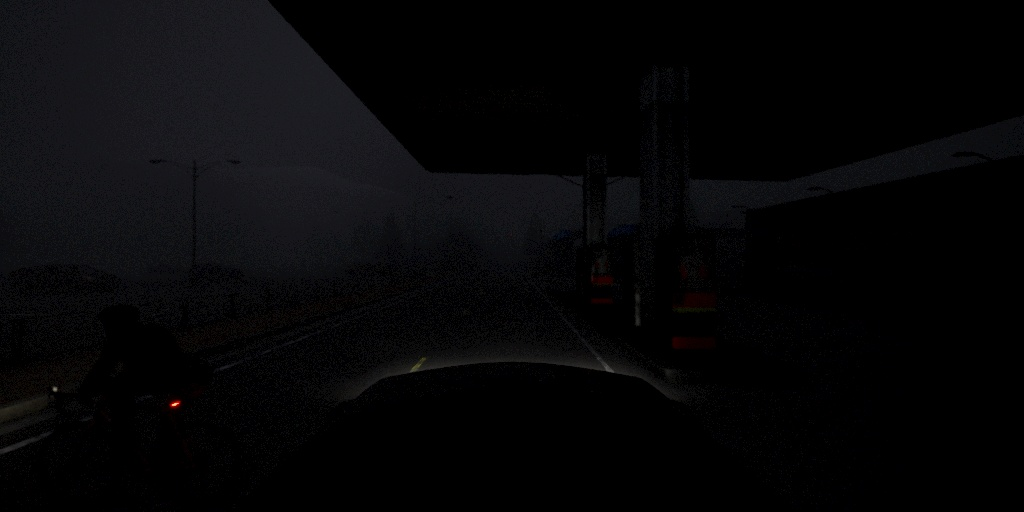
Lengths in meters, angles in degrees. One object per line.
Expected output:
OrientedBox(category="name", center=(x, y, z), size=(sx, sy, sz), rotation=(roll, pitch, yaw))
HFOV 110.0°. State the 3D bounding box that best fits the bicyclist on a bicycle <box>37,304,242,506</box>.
OrientedBox(category="bicyclist on a bicycle", center=(-3.002, 1.214, 2.889), size=(1.656, 1.620, 0.582), rotation=(0, 0, 0))
